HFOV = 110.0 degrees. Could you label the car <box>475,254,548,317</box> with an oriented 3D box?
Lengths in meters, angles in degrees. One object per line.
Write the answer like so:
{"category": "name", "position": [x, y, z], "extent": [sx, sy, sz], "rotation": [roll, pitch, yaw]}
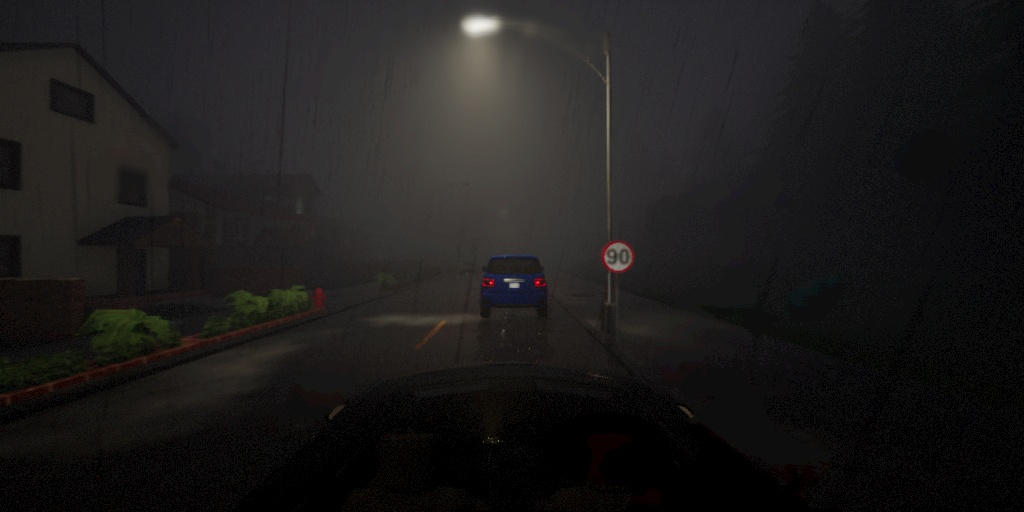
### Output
{"category": "car", "position": [0.053, 0.966, 13.302], "extent": [2.150, 2.045, 5.566], "rotation": [0, 0, 0]}

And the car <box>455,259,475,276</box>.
{"category": "car", "position": [-4.272, 1.292, 36.799], "extent": [2.033, 1.411, 5.357], "rotation": [0, 0, 0]}
